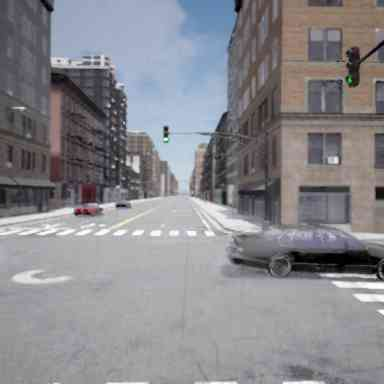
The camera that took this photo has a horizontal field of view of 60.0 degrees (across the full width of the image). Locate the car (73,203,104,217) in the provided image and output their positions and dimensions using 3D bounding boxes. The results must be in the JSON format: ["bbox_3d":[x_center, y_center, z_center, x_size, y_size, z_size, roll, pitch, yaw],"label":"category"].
[{"bbox_3d":[-10.513,1.832,33.936,1.895,1.301,4.718,0,0,-1],"label":"car"}]

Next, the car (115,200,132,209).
[{"bbox_3d":[-10.827,1.983,52.573,1.895,1.301,4.718,0,0,-1],"label":"car"}]

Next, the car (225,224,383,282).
[{"bbox_3d":[3.705,1.704,9.896,5.357,1.411,2.033,2,0,-1],"label":"car"}]
